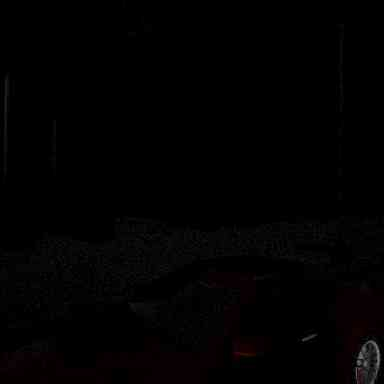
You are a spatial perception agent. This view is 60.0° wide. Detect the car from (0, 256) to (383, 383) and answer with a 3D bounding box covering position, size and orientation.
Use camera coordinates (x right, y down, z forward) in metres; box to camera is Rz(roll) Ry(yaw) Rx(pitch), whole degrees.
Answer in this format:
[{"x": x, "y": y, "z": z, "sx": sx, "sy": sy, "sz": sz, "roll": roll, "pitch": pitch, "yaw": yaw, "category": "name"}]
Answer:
[{"x": 0.371, "y": 1.526, "z": 3.642, "sx": 4.674, "sy": 1.442, "sz": 1.812, "roll": 0, "pitch": 0, "yaw": -35, "category": "car"}]
